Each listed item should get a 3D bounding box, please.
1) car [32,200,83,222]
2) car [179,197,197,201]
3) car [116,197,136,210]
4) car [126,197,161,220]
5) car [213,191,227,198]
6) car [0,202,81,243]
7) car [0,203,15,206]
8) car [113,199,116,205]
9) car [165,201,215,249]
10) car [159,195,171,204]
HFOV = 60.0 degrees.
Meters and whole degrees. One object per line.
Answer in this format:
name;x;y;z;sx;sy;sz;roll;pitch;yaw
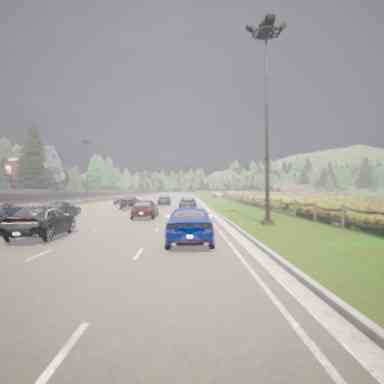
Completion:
car;-10.787;1.488;27.158;2.033;1.411;5.357;-1;0;-1
car;-0.432;1.277;36.511;2.128;1.511;4.902;-1;0;-1
car;-7.488;1.334;40.430;1.837;1.490;4.892;-1;0;-1
car;-3.781;1.401;26.823;1.812;1.442;4.674;-1;0;-1
car;7.560;0.595;90.932;3.866;1.878;1.905;-1;0;-1
car;-7.114;1.464;15.857;2.128;1.511;4.902;-1;0;-1
car;-14.257;1.534;25.124;2.033;1.411;5.357;-1;0;-1
car;-11.184;1.389;53.222;1.895;1.301;4.718;-1;0;-1
car;-0.103;1.393;14.199;1.882;1.535;5.008;-1;1;-1
car;-4.137;1.230;50.112;2.128;1.511;4.902;-1;0;-1
